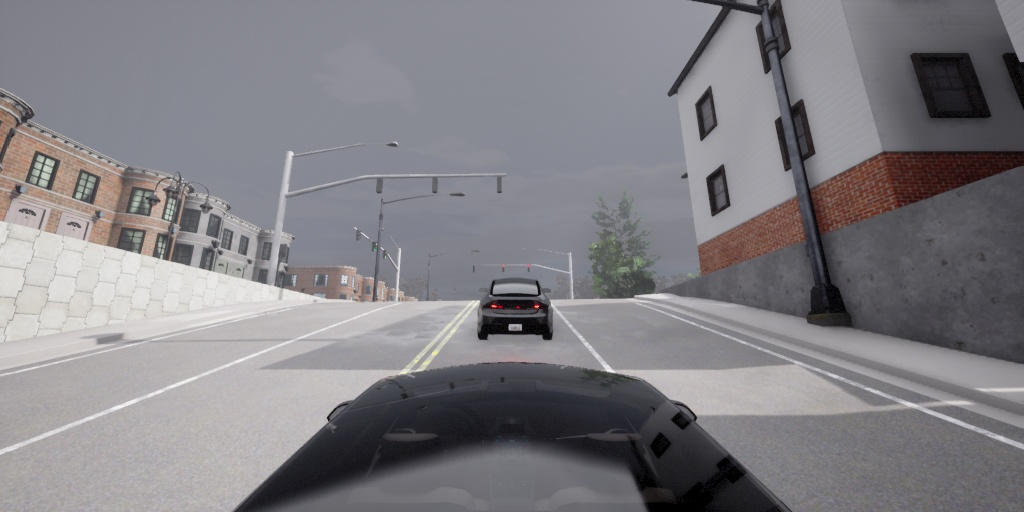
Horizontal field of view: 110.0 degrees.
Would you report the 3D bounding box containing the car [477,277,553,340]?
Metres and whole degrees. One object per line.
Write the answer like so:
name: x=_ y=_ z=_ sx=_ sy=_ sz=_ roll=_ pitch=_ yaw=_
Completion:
car: x=0.090 y=1.352 z=10.353 sx=1.837 sy=1.490 sz=4.892 roll=0 pitch=0 yaw=0
